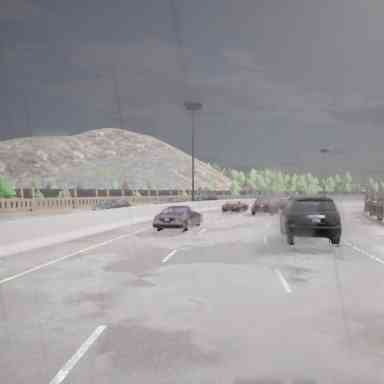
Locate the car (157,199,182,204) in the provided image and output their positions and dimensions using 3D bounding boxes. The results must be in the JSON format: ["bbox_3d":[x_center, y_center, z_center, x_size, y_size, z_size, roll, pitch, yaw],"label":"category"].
[{"bbox_3d":[-2.570,1.491,37.336,2.128,1.511,4.902,0,0,23],"label":"car"}]

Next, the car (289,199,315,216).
[{"bbox_3d":[11.027,1.489,33.089,2.128,1.511,4.902,0,0,23],"label":"car"}]

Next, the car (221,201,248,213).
[{"bbox_3d":[4.808,1.600,36.371,1.895,1.301,4.718,0,0,24],"label":"car"}]

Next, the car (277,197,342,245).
[{"bbox_3d":[5.436,1.221,15.727,2.150,2.045,5.566,0,0,11],"label":"car"}]

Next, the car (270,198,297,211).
[{"bbox_3d":[11.755,1.545,42.521,2.033,1.411,5.357,0,0,31],"label":"car"}]

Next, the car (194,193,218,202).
[{"bbox_3d":[2.626,1.223,61.003,2.150,2.045,5.566,0,0,36],"label":"car"}]

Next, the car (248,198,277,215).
[{"bbox_3d":[7.418,1.351,33.416,2.097,1.767,4.553,0,0,23],"label":"car"}]

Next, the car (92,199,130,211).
[{"bbox_3d":[-7.954,1.491,33.074,2.128,1.511,4.902,0,0,20],"label":"car"}]

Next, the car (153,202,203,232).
[{"bbox_3d":[-0.738,1.547,20.220,2.033,1.411,5.357,0,0,14],"label":"car"}]
